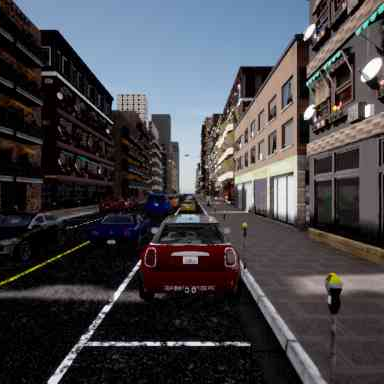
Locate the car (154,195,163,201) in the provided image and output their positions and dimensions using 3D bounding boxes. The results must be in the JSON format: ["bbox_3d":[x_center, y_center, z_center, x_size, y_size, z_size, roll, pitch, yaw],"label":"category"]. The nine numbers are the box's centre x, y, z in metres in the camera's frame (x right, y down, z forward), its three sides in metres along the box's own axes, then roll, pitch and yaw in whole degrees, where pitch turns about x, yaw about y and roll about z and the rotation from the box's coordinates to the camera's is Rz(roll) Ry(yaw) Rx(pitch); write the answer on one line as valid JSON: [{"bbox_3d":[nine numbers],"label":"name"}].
[{"bbox_3d":[-8.834,1.541,87.882,2.008,1.369,4.403,0,0,0],"label":"car"}]

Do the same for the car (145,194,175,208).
[{"bbox_3d":[-3.144,1.221,32.133,2.150,2.045,5.566,0,0,0],"label":"car"}]

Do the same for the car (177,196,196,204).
[{"bbox_3d":[-0.454,1.525,37.323,1.752,1.417,4.829,0,0,0],"label":"car"}]

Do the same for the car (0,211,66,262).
[{"bbox_3d":[-6.247,1.492,12.171,2.128,1.511,4.902,0,0,0],"label":"car"}]

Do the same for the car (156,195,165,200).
[{"bbox_3d":[-8.834,1.539,93.519,2.008,1.369,4.403,0,0,0],"label":"car"}]

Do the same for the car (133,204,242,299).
[{"bbox_3d":[-0.032,1.353,8.619,2.097,1.767,4.553,0,0,0],"label":"car"}]

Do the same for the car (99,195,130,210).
[{"bbox_3d":[-8.833,1.314,37.157,2.192,1.841,5.009,0,0,0],"label":"car"}]

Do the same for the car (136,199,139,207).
[{"bbox_3d":[-8.834,1.543,48.430,1.887,1.381,4.507,0,0,0],"label":"car"}]

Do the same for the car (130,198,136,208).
[{"bbox_3d":[-8.834,1.439,42.793,1.967,1.590,4.097,0,0,0],"label":"car"}]

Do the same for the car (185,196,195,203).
[{"bbox_3d":[-0.453,1.545,70.970,2.008,1.369,4.403,0,0,0],"label":"car"}]

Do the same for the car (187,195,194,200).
[{"bbox_3d":[-0.452,1.513,93.685,1.752,1.417,4.829,0,0,0],"label":"car"}]

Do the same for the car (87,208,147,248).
[{"bbox_3d":[-3.044,1.601,14.832,1.895,1.301,4.718,0,0,0],"label":"car"}]

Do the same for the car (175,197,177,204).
[{"bbox_3d":[-3.044,1.350,47.425,2.097,1.767,4.553,0,0,0],"label":"car"}]
